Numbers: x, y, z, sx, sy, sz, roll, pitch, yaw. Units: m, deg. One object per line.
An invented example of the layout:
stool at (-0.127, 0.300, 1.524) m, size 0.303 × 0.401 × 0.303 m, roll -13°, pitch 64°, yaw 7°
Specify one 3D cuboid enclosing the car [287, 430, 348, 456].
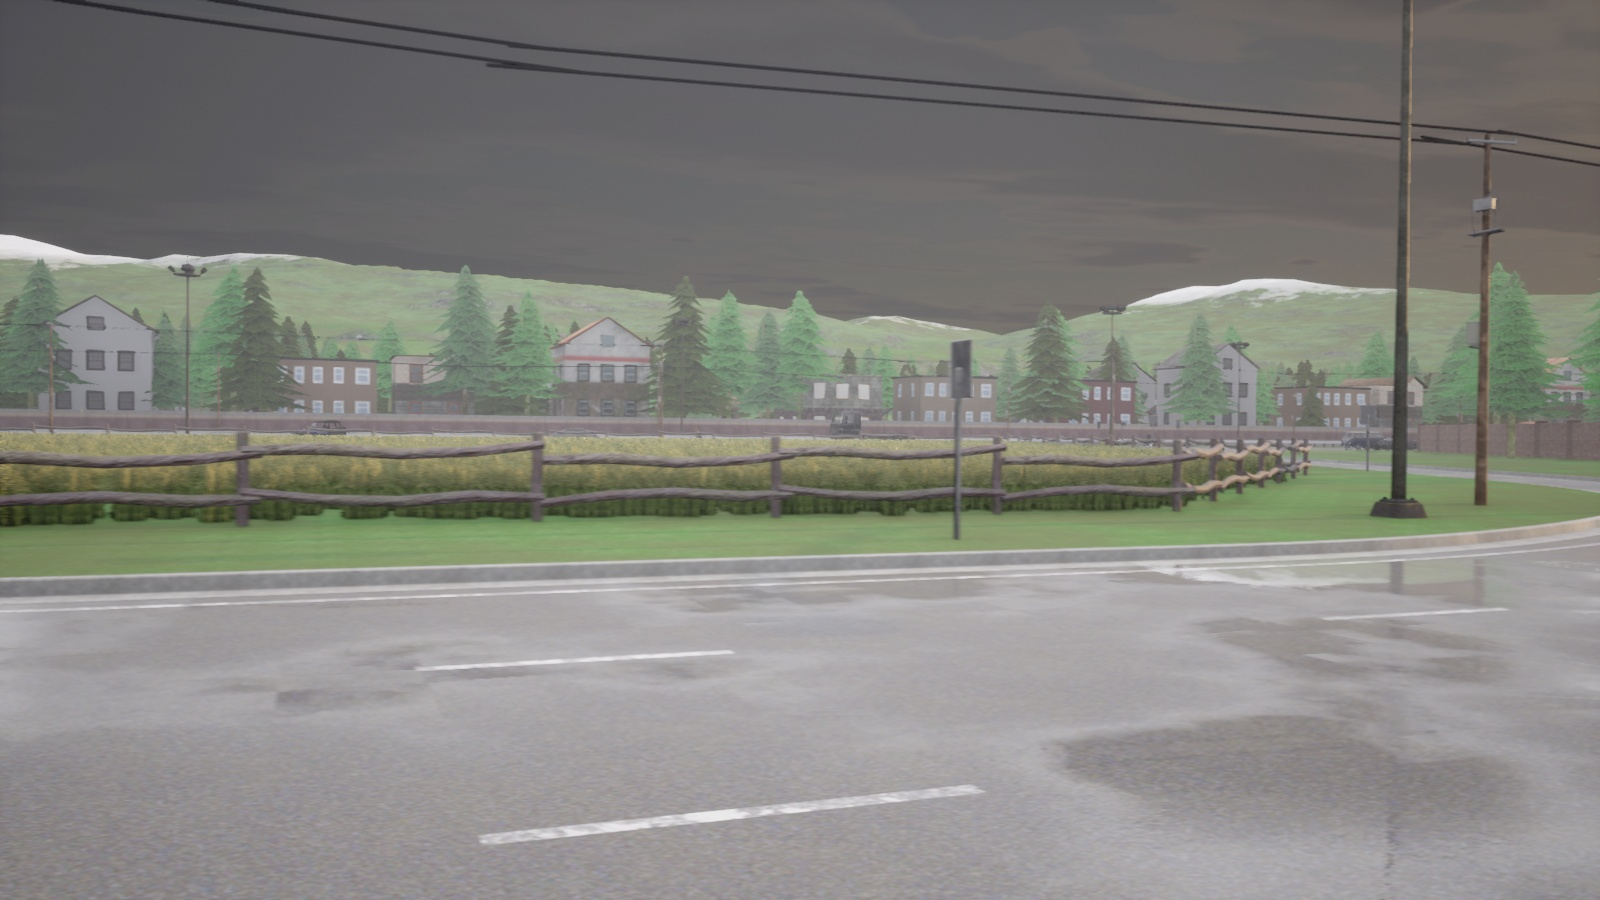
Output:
car at (-35.304, -0.520, 91.900) m, size 3.866 × 1.878 × 1.905 m, roll -1°, pitch 1°, yaw -34°
